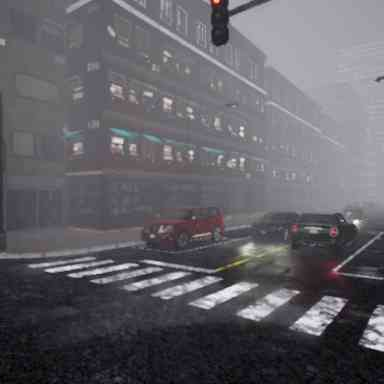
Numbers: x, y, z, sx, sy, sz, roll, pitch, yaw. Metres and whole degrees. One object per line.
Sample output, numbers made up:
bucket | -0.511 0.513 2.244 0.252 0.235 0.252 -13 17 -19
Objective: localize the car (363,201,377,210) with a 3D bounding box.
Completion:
car | 35.556 2.768 67.543 2.192 1.841 5.009 -2 -2 35

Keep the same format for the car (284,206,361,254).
car | 6.187 1.676 15.393 2.097 1.767 4.553 0 -1 35

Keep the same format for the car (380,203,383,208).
car | 45.326 3.339 81.511 1.947 1.339 4.313 -2 -2 35

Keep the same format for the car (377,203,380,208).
car | 38.813 2.999 72.197 1.967 1.590 4.097 -2 -2 35

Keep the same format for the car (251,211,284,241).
car | 5.137 1.868 19.471 1.882 1.535 5.008 0 -1 35

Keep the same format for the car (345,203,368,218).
car | 18.706 2.317 38.810 2.128 1.511 4.902 0 -1 35

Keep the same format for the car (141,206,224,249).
car | -0.263 1.616 16.299 2.192 1.841 5.009 -2 -2 35
